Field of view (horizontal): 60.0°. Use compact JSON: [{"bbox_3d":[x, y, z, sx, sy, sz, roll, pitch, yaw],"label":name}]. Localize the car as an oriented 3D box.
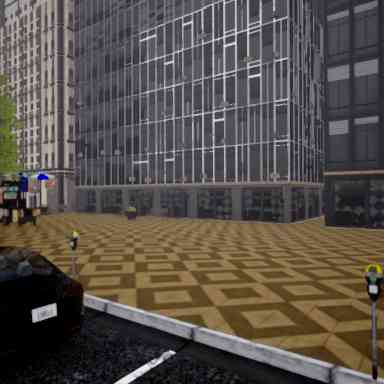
[{"bbox_3d":[-3.556,1.565,5.423,4.313,1.339,1.947,0,0,36],"label":"car"}]
